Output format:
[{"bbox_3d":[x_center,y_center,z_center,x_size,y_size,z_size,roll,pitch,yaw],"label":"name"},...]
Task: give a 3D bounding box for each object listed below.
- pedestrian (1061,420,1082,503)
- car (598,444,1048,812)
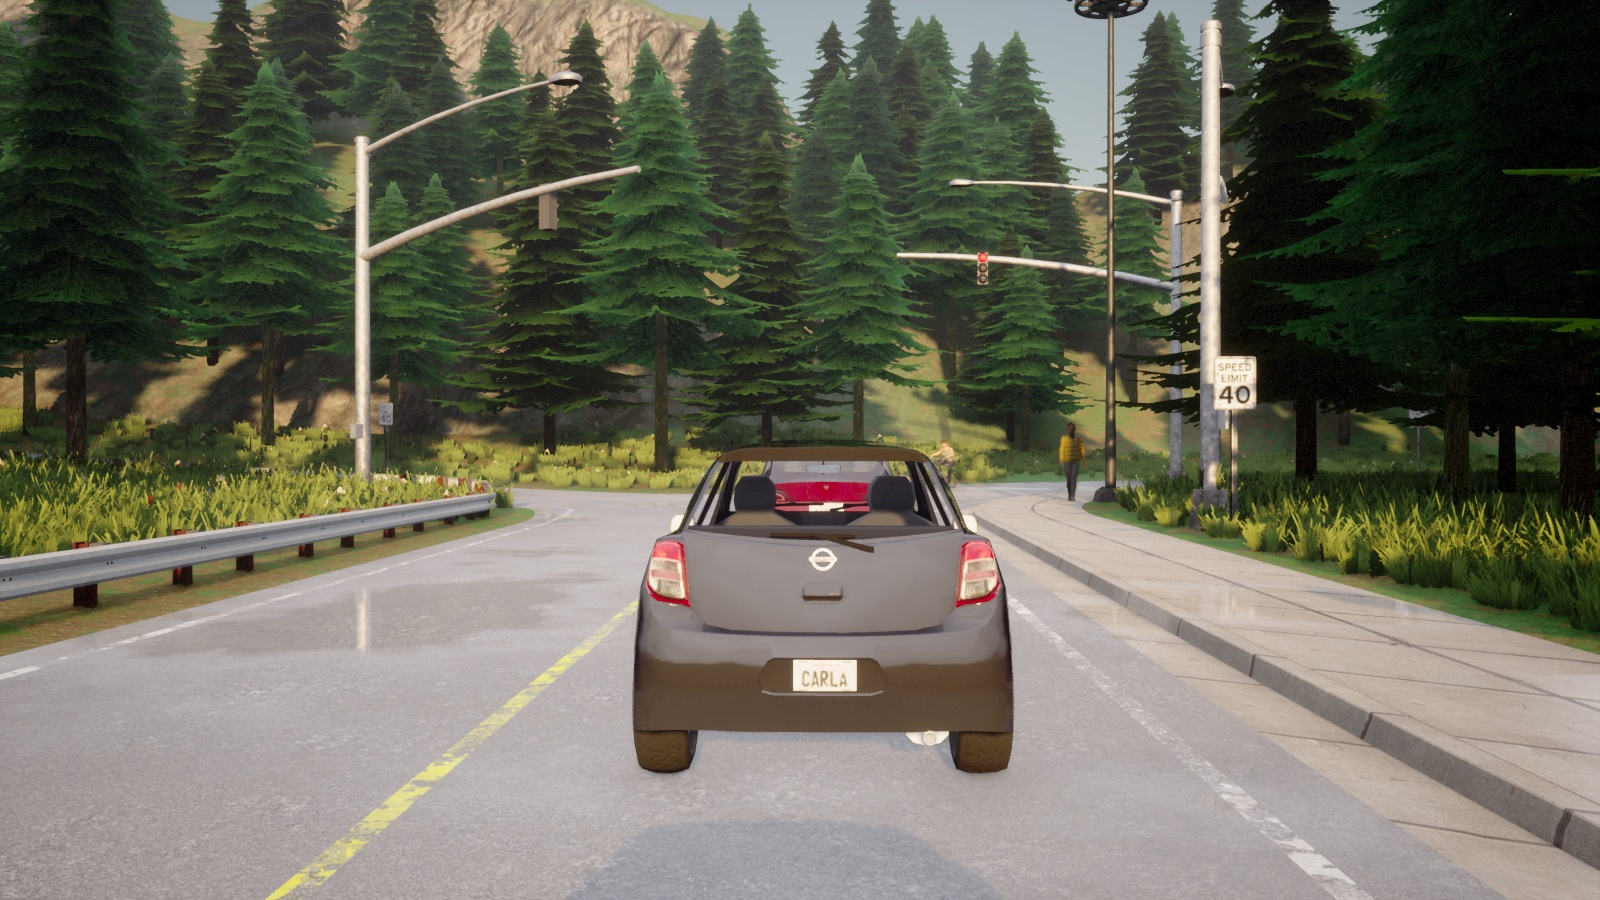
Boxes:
[{"bbox_3d":[6.153,0.253,28.455,0.431,1.840,0.709,0,0,14],"label":"pedestrian"},{"bbox_3d":[0.128,0.721,6.971,1.845,1.501,3.633,0,0,1],"label":"car"}]
